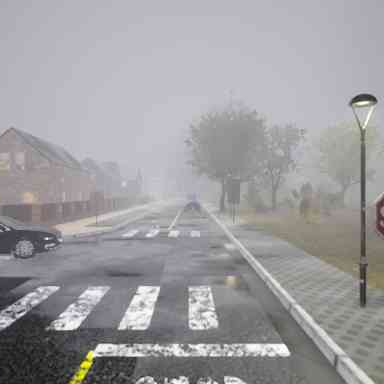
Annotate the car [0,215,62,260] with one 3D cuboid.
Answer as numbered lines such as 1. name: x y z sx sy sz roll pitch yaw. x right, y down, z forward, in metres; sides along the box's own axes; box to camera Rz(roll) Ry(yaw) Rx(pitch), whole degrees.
1. car: -7.150 1.525 11.644 4.892 1.490 1.837 0 0 -9

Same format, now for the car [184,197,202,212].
1. car: 0.096 1.628 40.000 1.812 1.442 4.674 0 0 0

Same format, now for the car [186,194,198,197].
1. car: 0.011 1.441 66.168 2.150 2.045 5.566 0 0 0
